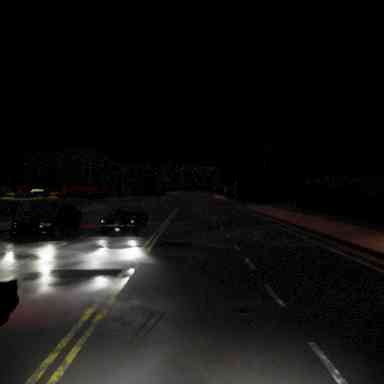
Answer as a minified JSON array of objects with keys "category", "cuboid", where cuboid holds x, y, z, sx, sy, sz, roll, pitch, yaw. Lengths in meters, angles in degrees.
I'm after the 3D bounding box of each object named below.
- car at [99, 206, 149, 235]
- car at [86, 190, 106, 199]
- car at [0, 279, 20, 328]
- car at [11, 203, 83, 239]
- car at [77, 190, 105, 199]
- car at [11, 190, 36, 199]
[{"category":"car","cuboid":[-3.532,1.463,17.984,1.895,1.301,4.718,0,0,0]},{"category":"car","cuboid":[-21.433,0.590,74.143,3.866,1.878,1.905,0,0,0]},{"category":"car","cuboid":[-3.593,1.578,2.907,1.895,1.301,4.718,0,0,0]},{"category":"car","cuboid":[-7.046,1.349,16.691,1.882,1.535,5.008,0,0,1]},{"category":"car","cuboid":[-21.488,0.609,71.249,4.605,1.855,1.932,0,0,0]},{"category":"car","cuboid":[-38.899,0.809,76.858,3.806,1.475,1.970,0,0,0]}]
